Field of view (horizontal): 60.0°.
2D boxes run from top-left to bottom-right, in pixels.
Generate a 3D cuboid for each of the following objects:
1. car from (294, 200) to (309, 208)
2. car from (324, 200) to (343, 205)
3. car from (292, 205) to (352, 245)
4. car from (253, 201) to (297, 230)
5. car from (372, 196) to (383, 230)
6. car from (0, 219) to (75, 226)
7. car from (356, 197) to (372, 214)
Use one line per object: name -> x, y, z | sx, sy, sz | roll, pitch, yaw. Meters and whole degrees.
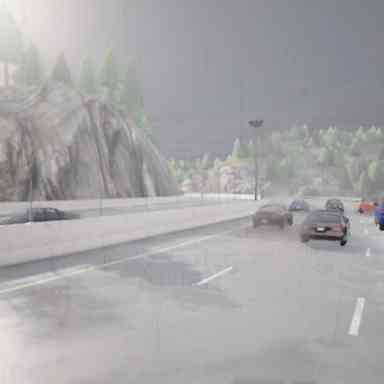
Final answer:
car -> 11.775, 1.560, 36.420 | 1.994, 1.385, 4.181 | 0, 0, 21
car -> 15.794, 1.543, 37.032 | 2.033, 1.411, 5.357 | 0, 0, 20
car -> 6.338, 1.546, 15.629 | 2.033, 1.411, 5.357 | 0, 0, 27
car -> 5.229, 1.524, 21.271 | 1.812, 1.442, 4.674 | 0, 0, 26
car -> 12.698, 1.223, 20.654 | 2.150, 2.045, 5.566 | 0, 0, 26
car -> -8.504, 1.546, 17.965 | 2.033, 1.411, 5.357 | 0, 0, 29
car -> 18.994, 1.349, 35.742 | 2.097, 1.767, 4.553 | 0, 0, 21
